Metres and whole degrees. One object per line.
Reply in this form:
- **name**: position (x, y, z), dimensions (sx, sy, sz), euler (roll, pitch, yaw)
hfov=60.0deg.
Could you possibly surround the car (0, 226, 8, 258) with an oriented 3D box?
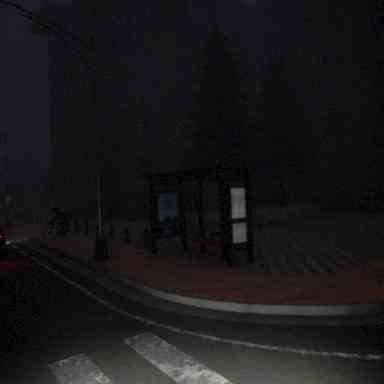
- **car**: position (-8.900, 1.896, 13.665), dimensions (1.837, 1.490, 4.892), euler (-2, 0, -37)

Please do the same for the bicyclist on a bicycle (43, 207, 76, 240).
- **bicyclist on a bicycle**: position (-6.852, 1.612, 17.197), dimensions (1.656, 1.620, 0.582), euler (-3, 0, -37)
